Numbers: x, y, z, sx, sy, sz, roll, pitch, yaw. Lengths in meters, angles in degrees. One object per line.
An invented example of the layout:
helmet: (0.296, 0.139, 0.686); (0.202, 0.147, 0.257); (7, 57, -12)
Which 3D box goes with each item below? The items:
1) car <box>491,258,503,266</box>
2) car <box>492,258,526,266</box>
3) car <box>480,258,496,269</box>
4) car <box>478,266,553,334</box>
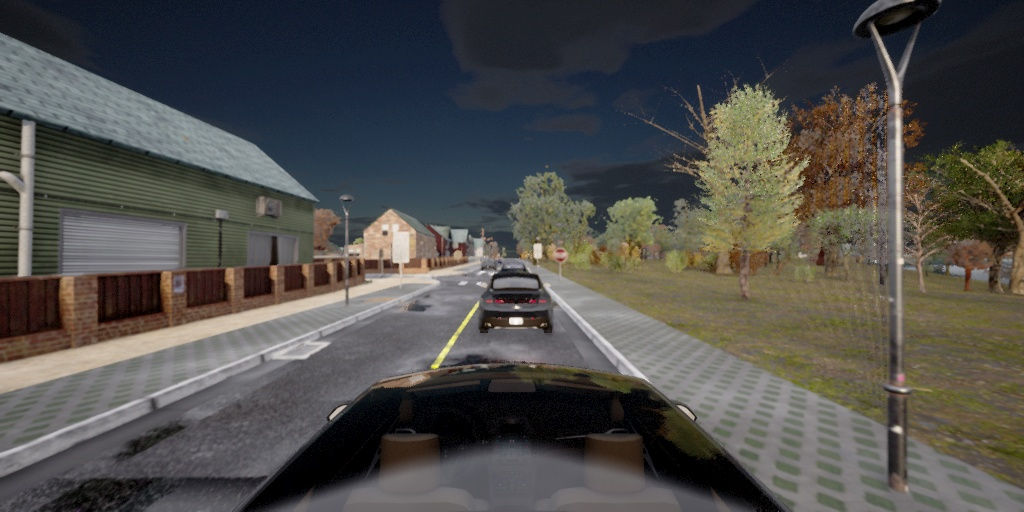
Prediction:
car: (-2.678, 1.024, 63.384); (1.895, 1.301, 4.718); (0, 0, 1)
car: (0.113, 1.110, 22.037); (2.128, 1.511, 4.902); (0, 0, 0)
car: (-2.775, 1.008, 43.823); (1.837, 1.490, 4.892); (0, 0, 0)
car: (0.101, 1.194, 10.388); (1.837, 1.490, 4.892); (0, 0, 0)
